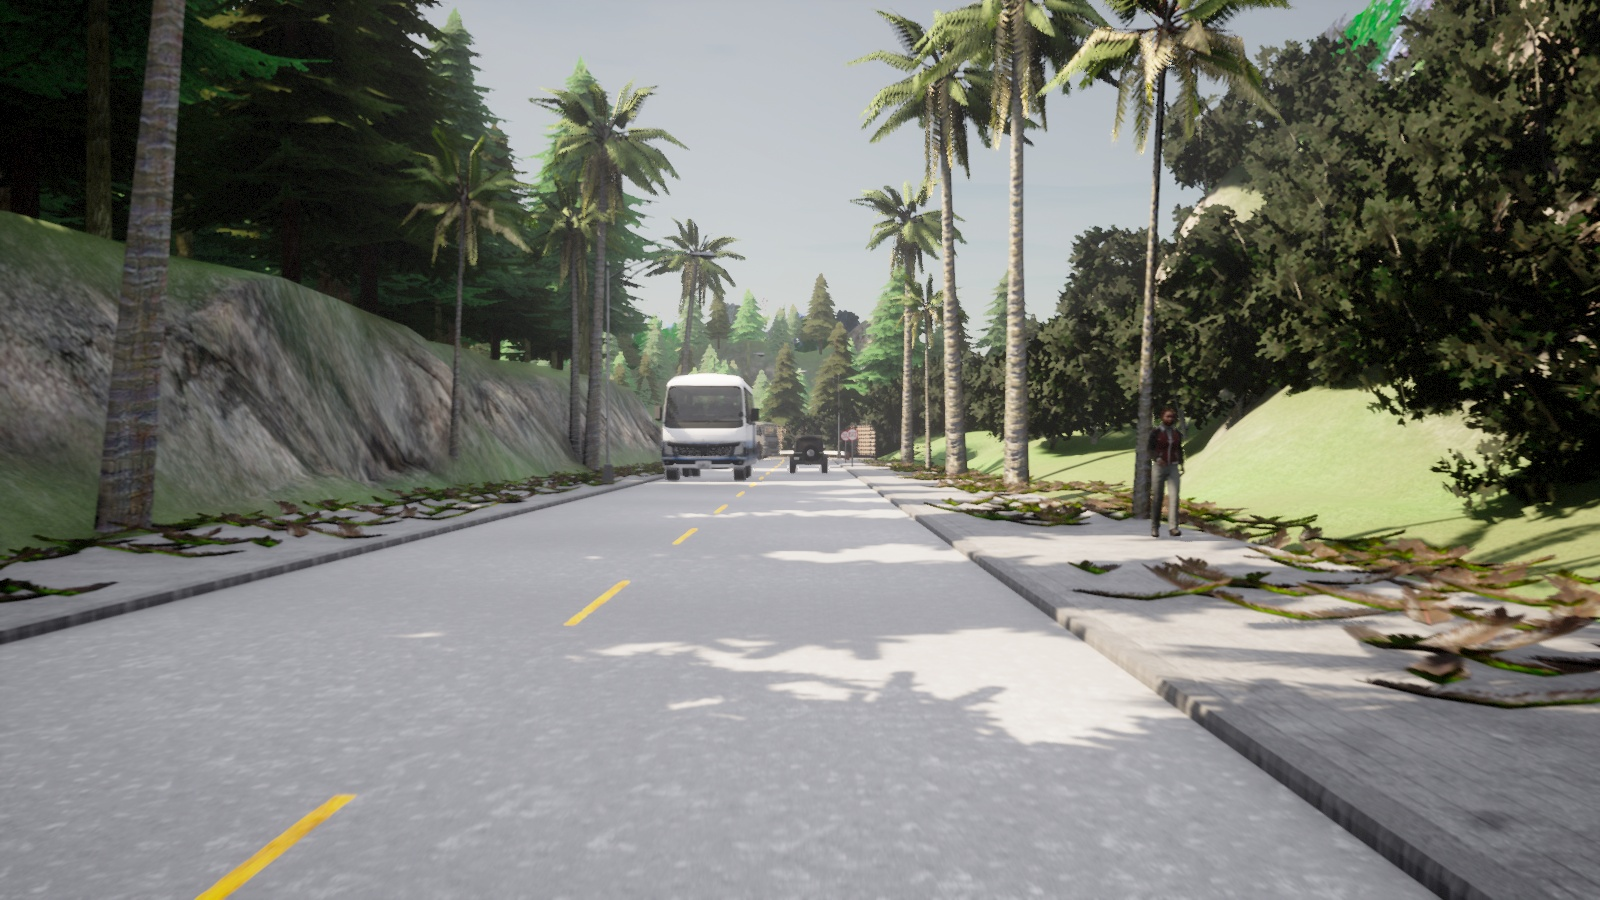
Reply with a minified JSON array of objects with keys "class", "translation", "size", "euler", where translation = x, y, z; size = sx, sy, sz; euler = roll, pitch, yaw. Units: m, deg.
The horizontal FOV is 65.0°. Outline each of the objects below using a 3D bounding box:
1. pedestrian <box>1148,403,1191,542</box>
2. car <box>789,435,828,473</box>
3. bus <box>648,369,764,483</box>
[{"class":"pedestrian","translation":[5.203,0.311,17.701],"size":[0.402,1.930,0.666],"euler":[0,0,1]},{"class":"car","translation":[0.437,0.186,63.296],"size":[1.905,1.878,3.866],"euler":[0,0,0]},{"class":"bus","translation":[-3.647,-0.925,51.845],"size":[3.944,4.253,10.273],"euler":[0,0,0]}]
